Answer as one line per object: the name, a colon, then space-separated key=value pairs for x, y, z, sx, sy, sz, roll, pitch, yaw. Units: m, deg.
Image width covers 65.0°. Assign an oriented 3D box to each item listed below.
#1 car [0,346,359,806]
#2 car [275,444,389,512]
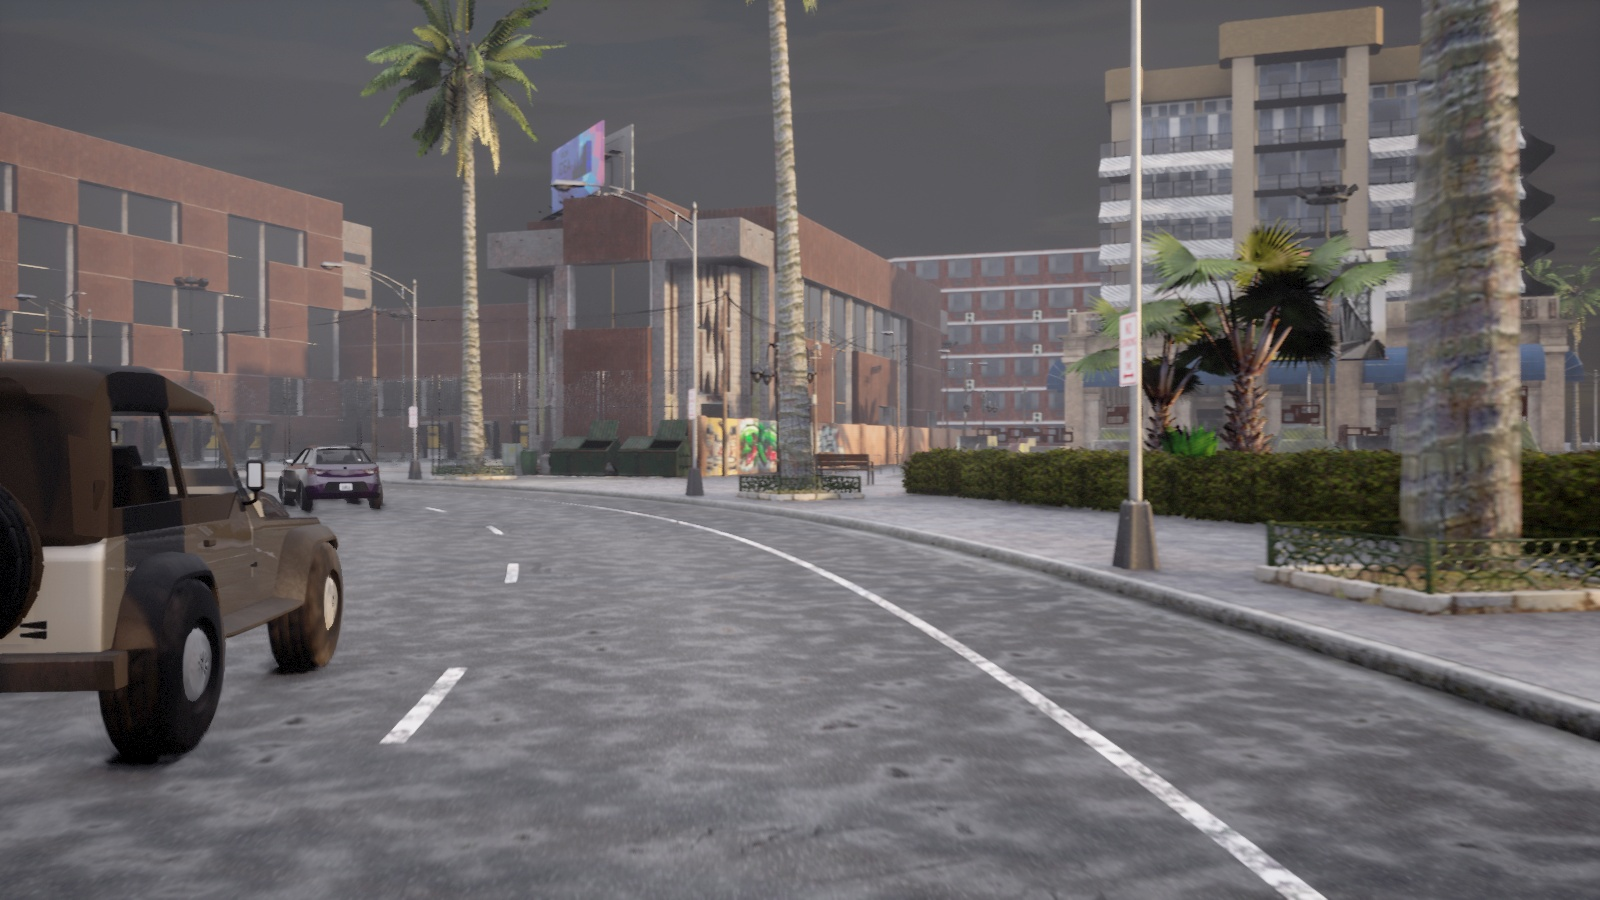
car: x=-3.934 y=0.503 z=6.999 sx=1.905 sy=1.878 sz=3.866 roll=0 pitch=0 yaw=-5
car: x=-11.092 y=0.593 z=29.588 sx=1.816 sy=1.474 sz=4.193 roll=0 pitch=0 yaw=-30
